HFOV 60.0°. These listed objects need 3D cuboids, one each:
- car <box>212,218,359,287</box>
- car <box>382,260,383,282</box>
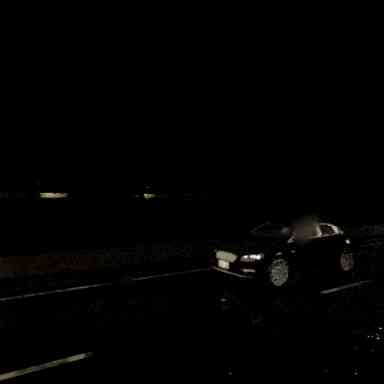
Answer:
[{"bbox_3d":[2.803,1.527,9.500,4.902,1.511,2.128,1,0,-34],"label":"car"},{"bbox_3d":[6.638,1.560,8.173,5.008,1.535,1.882,1,0,-34],"label":"car"}]
